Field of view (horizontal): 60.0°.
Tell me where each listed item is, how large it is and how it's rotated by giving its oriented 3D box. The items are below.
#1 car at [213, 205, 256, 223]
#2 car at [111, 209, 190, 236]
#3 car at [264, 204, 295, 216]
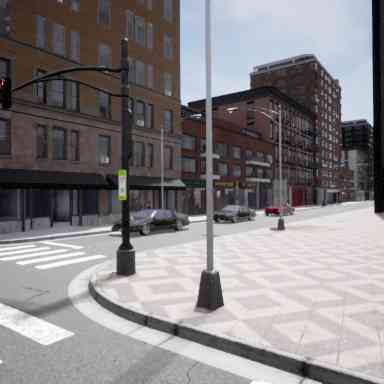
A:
[{"bbox_3d":[3.643,1.792,28.191,2.033,1.411,5.357,-1,-1,35],"label":"car"},{"bbox_3d":[-2.260,1.707,19.981,2.033,1.411,5.357,-1,-1,36],"label":"car"},{"bbox_3d":[9.653,1.928,36.522,1.895,1.301,4.718,-1,-1,36],"label":"car"}]
